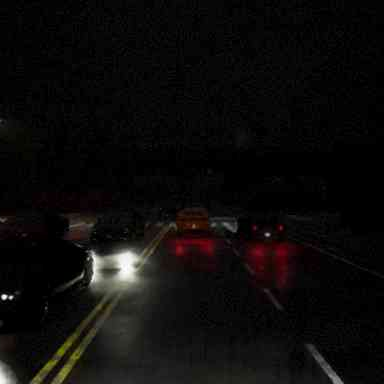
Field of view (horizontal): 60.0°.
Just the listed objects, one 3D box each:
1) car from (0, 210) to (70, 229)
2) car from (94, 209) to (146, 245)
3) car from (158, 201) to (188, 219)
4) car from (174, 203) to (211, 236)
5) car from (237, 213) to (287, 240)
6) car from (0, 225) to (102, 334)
[{"bbox_3d":[-7.025,1.615,14.547,1.882,1.535,5.008,0,0,1],"label":"car"},{"bbox_3d":[-3.505,1.634,16.554,1.882,1.535,5.008,0,0,0],"label":"car"},{"bbox_3d":[-0.868,1.598,31.353,4.553,1.767,2.097,0,-1,0],"label":"car"},{"bbox_3d":[0.105,1.665,19.896,1.882,1.535,5.008,0,-1,0],"label":"car"},{"bbox_3d":[3.605,1.771,18.078,1.895,1.301,4.718,0,-1,0],"label":"car"},{"bbox_3d":[-3.512,1.630,6.850,1.994,1.385,4.181,0,-1,0],"label":"car"}]
